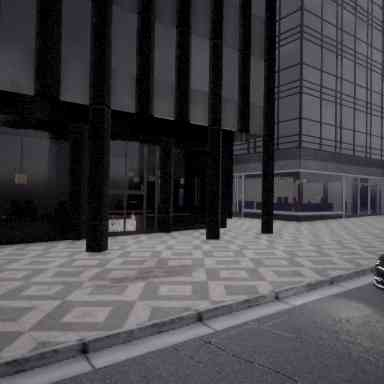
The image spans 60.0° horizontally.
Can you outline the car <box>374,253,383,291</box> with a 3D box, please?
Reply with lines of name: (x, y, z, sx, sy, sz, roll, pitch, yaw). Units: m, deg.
car: (6.125, 1.506, 7.743, 4.892, 1.490, 1.837, 0, 0, -35)
